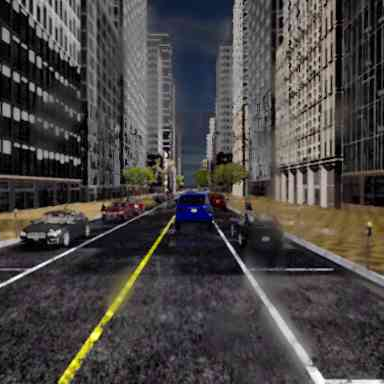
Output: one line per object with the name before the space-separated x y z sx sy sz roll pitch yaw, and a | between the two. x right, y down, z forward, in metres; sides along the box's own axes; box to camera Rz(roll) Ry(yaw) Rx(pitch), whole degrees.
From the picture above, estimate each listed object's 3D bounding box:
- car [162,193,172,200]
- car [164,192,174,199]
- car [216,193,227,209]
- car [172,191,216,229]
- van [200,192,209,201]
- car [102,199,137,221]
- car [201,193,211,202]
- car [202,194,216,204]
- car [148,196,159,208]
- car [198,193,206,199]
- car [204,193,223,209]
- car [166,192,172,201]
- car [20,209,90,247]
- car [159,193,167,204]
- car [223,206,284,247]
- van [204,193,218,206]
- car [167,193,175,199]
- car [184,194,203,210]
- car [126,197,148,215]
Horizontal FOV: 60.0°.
car | -5.655 0.982 76.824 1.967 1.590 4.097 -1 0 0
car | -5.654 0.822 82.507 2.192 1.841 5.009 -1 0 0
car | 2.701 1.097 37.034 2.192 1.841 5.009 -1 0 0
car | 0.112 1.098 20.888 2.150 2.045 5.566 0 0 0
van | 2.721 0.918 71.135 1.690 1.788 3.998 -1 0 0
car | -5.683 1.430 25.673 1.802 1.307 4.206 -1 0 0
car | 2.718 1.051 65.453 1.967 1.590 4.097 -1 0 0
car | 2.712 1.120 54.086 1.967 1.590 4.097 -1 0 0
car | -5.674 1.274 42.554 1.752 1.417 4.829 -1 0 0
car | 2.733 1.023 88.187 2.008 1.369 4.403 -1 0 0
car | 2.705 1.063 42.718 2.192 1.841 5.009 -1 0 0
car | -5.661 1.162 65.458 2.008 1.369 4.403 -1 0 0
car | -5.690 1.466 14.306 2.008 1.369 4.403 -1 0 0
car | -5.668 1.245 54.091 1.947 1.339 4.313 -1 0 0
car | 2.691 1.466 14.301 2.008 1.369 4.403 -1 0 0
van | 2.708 1.055 48.401 1.690 1.788 3.998 -1 0 0
car | -5.648 1.054 88.192 1.802 1.307 4.206 -1 0 0
car | 0.123 1.122 38.939 2.097 1.767 4.553 0 0 0
car | -5.681 1.255 31.356 1.967 1.590 4.097 -1 0 0
